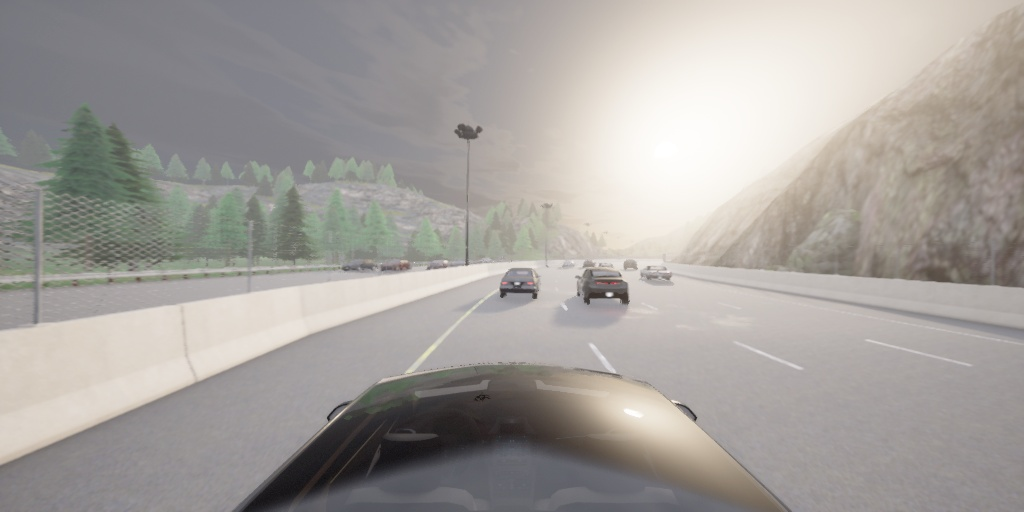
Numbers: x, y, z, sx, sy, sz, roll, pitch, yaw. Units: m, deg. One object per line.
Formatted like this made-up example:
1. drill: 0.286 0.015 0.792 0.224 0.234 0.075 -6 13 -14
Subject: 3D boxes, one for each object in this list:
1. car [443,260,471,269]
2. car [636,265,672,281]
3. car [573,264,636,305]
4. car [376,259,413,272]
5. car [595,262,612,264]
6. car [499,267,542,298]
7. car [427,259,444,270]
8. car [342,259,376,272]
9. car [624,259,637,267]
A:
1. car: -6.311 1.206 43.589 1.812 1.442 4.674 1 0 12
2. car: 12.745 1.489 32.056 1.895 1.301 4.718 1 0 10
3. car: 4.077 1.297 16.589 1.837 1.490 4.892 0 -1 5
4. car: -13.622 1.078 42.635 1.882 1.535 5.008 1 0 11
5. car: 11.622 1.477 44.366 1.895 1.301 4.718 1 0 14
6. car: 0.529 1.303 18.773 2.033 1.411 5.357 1 0 7
7. car: -9.268 1.174 46.468 1.812 1.442 4.674 1 0 13
8. car: -17.451 1.064 41.299 1.837 1.490 4.892 0 0 11
9. car: 20.171 1.321 61.020 2.097 1.767 4.553 1 0 19
